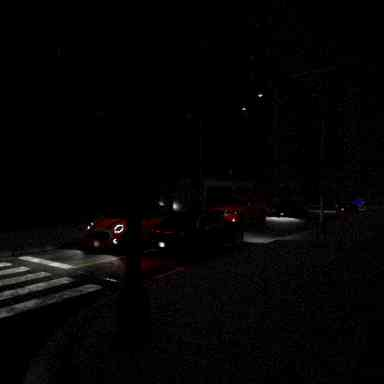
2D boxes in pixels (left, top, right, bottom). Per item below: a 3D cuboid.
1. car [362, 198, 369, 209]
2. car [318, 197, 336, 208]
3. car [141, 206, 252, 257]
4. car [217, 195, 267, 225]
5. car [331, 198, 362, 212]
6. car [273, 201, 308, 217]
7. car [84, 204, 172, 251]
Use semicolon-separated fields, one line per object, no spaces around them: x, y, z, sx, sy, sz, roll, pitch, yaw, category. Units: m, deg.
23.574;1.537;46.751;1.812;1.442;4.674;0;0;35;car
18.100;1.339;43.666;2.033;1.411;5.357;0;0;35;car
0.370;1.511;13.133;1.837;1.490;4.892;0;0;35;car
3.137;1.214;22.159;2.150;2.045;5.566;0;0;35;car
17.831;1.606;38.350;1.895;1.301;4.718;0;0;35;car
9.362;1.539;31.170;2.033;1.411;5.357;0;0;35;car
-2.309;1.346;14.217;2.097;1.767;4.553;0;0;34;car
